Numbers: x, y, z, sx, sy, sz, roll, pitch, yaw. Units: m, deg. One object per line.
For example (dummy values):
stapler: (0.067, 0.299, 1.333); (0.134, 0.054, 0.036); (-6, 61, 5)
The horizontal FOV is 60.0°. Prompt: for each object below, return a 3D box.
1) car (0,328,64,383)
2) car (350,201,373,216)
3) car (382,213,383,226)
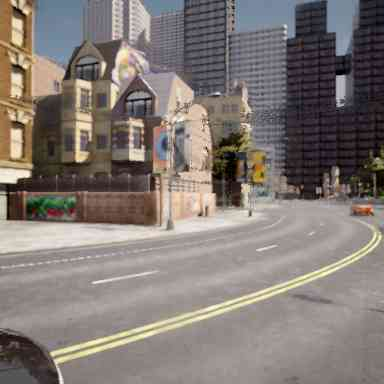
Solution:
car: (-3.231, 1.505, 1.673); (4.902, 1.511, 2.128); (1, -1, -33)
car: (20.990, 1.946, 41.295); (2.097, 1.767, 4.553); (0, -1, 19)
car: (14.370, 1.842, 22.788); (1.837, 1.490, 4.892); (0, -1, 25)
